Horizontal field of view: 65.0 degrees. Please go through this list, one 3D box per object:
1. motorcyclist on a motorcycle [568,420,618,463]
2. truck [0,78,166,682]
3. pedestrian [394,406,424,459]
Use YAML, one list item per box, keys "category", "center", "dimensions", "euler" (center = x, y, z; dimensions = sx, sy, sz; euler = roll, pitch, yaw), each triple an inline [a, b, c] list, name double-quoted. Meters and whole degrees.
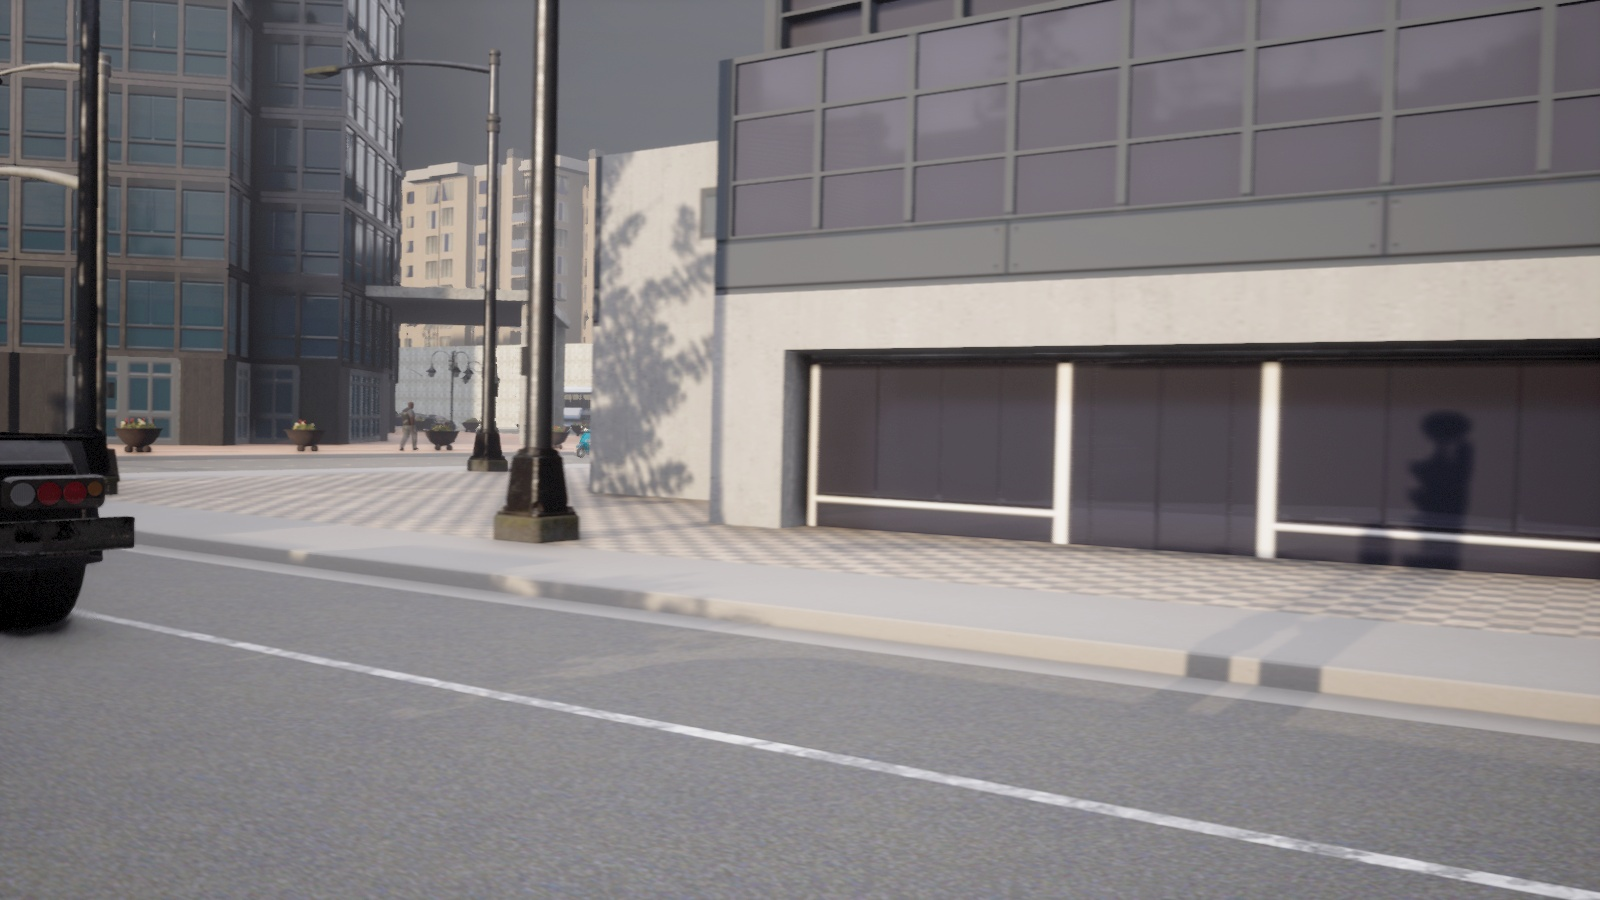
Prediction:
- category: "motorcyclist on a motorcycle"
  center: [-7.717, -0.338, 46.879]
  dimensions: [0.866, 1.590, 1.817]
  euler: [1, 1, 32]
- category: "truck"
  center: [-8.153, -0.434, 9.015]
  dimensions: [7.936, 3.462, 2.891]
  euler: [1, 1, 34]
- category: "pedestrian"
  center: [-14.032, -0.621, 45.064]
  dimensions: [0.563, 1.883, 0.849]
  euler: [1, 2, 33]
